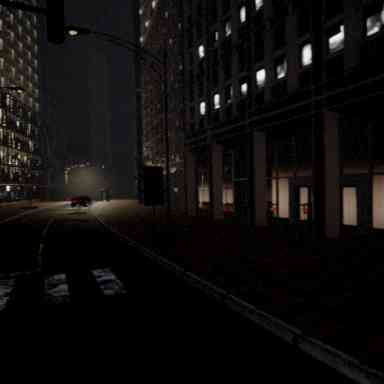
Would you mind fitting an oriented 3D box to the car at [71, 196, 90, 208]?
[{"bbox_3d":[-15.607,1.391,46.013,1.837,1.490,4.892,-2,1,-15],"label":"car"}]

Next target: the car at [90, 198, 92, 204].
[{"bbox_3d":[-17.953,1.370,55.760,1.837,1.490,4.892,-2,0,-11],"label":"car"}]
